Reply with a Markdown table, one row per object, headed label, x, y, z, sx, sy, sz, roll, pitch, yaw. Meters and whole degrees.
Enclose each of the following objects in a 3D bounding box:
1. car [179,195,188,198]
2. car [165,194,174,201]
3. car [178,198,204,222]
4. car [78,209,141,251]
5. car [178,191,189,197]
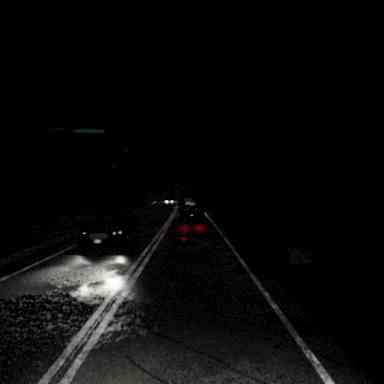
| label | x | y | z | sx | sy | sz | roll | pitch | yaw |
| --- | --- | --- | --- | --- | --- | --- | --- | --- | --- |
| car | -0.432 | 1.480 | 44.103 | 1.812 | 1.442 | 4.674 | 0 | 0 | -2 |
| car | -4.988 | 1.217 | 74.011 | 2.128 | 1.511 | 4.902 | 0 | 1 | -3 |
| car | -0.049 | 1.481 | 26.519 | 2.128 | 1.511 | 4.902 | 0 | 0 | -1 |
| car | -3.375 | 1.493 | 14.323 | 2.128 | 1.511 | 4.902 | 0 | 0 | 0 |
| car | -2.005 | 0.648 | 79.323 | 2.150 | 2.045 | 5.566 | 0 | 1 | -3 |
